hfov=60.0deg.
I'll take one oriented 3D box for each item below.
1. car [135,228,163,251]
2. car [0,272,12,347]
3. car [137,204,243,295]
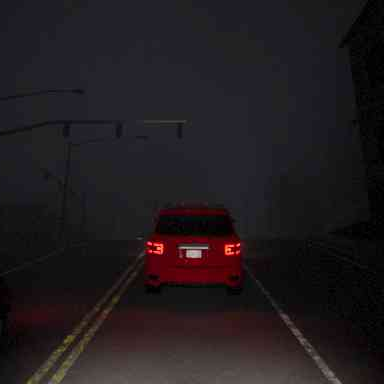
[{"bbox_3d":[-3.663,4.273,29.422,1.837,1.490,4.892,0,-14,0],"label":"car"},{"bbox_3d":[-3.602,1.542,3.228,1.812,1.442,4.674,0,0,0],"label":"car"},{"bbox_3d":[0.066,1.346,9.221,2.150,2.045,5.566,1,-1,1],"label":"car"}]
